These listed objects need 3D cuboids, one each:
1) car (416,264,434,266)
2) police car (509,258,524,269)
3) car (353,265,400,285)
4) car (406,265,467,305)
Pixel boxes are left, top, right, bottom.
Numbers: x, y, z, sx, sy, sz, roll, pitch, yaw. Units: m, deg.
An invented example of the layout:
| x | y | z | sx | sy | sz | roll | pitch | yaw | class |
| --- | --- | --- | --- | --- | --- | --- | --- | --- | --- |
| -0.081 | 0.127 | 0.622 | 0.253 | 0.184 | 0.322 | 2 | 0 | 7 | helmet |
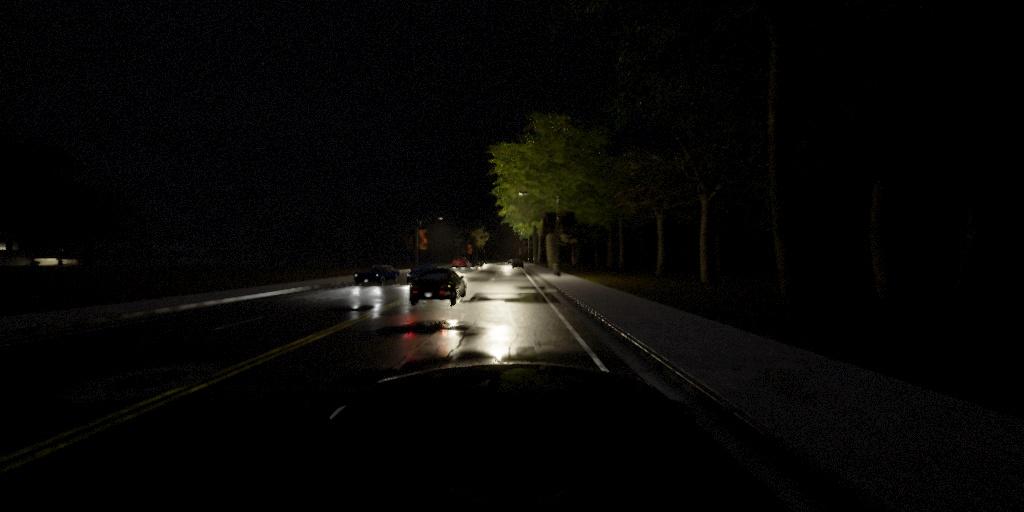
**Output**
| x | y | z | sx | sy | sz | roll | pitch | yaw | class |
| --- | --- | --- | --- | --- | --- | --- | --- | --- | --- |
| -6.601 | 1.303 | 27.213 | 1.812 | 1.442 | 4.674 | 0 | 0 | 0 | car |
| 0.964 | 1.285 | 59.056 | 1.930 | 1.638 | 5.238 | 0 | 0 | 0 | police car |
| -9.852 | 1.377 | 26.457 | 1.895 | 1.301 | 4.718 | 0 | 0 | 0 | car |
| -3.166 | 1.287 | 15.854 | 1.812 | 1.442 | 4.674 | 0 | 0 | 0 | car |
